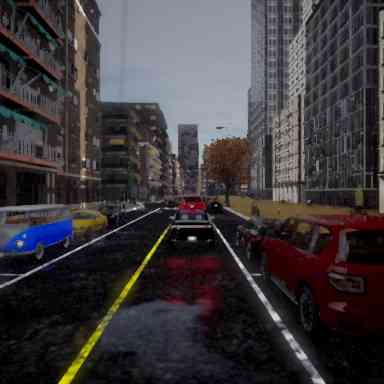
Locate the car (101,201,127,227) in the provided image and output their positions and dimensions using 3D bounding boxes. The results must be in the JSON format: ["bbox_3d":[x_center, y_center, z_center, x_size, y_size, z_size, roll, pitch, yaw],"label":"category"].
[{"bbox_3d":[-5.689,1.571,23.010,1.947,1.339,4.313,0,0,0],"label":"car"}]

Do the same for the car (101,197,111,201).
[{"bbox_3d":[-16.425,1.382,58.084,4.403,1.369,2.008,1,-1,-1],"label":"car"}]

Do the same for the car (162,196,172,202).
[{"bbox_3d":[-5.689,1.624,77.489,2.008,1.369,4.403,0,0,0],"label":"car"}]

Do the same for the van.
[{"bbox_3d":[-5.688,1.340,11.964,1.690,1.788,3.998,0,0,0],"label":"van"}]

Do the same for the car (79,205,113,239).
[{"bbox_3d":[-5.688,1.527,17.317,1.752,1.417,4.829,0,0,0],"label":"car"}]

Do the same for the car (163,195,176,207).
[{"bbox_3d":[-3.000,1.634,50.650,1.994,1.385,4.181,0,0,0],"label":"car"}]

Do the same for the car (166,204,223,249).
[{"bbox_3d":[0.000,1.497,14.650,2.128,1.511,4.902,0,0,0],"label":"car"}]

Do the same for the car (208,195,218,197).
[{"bbox_3d":[2.693,1.342,45.101,2.192,1.841,5.009,0,0,0],"label":"car"}]

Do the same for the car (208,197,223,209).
[{"bbox_3d":[2.692,1.587,39.578,1.947,1.339,4.313,0,0,0],"label":"car"}]

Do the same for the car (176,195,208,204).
[{"bbox_3d":[0.000,1.270,29.681,2.150,2.045,5.566,0,0,0],"label":"car"}]

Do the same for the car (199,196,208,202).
[{"bbox_3d":[2.691,1.618,77.489,1.887,1.381,4.507,0,0,0],"label":"car"}]

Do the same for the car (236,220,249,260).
[{"bbox_3d":[2.693,1.565,11.963,1.947,1.339,4.313,0,0,0],"label":"car"}]

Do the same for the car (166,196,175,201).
[{"bbox_3d":[-5.689,1.646,88.555,2.008,1.369,4.403,0,0,0],"label":"car"}]

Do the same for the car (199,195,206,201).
[{"bbox_3d":[2.691,1.621,88.725,1.752,1.417,4.829,0,0,0],"label":"car"}]

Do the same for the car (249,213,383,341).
[{"bbox_3d":[2.693,1.313,6.442,2.192,1.841,5.009,0,0,0],"label":"car"}]

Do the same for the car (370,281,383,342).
[{"bbox_3d":[2.693,1.548,0.918,2.008,1.369,4.403,0,0,0],"label":"car"}]
